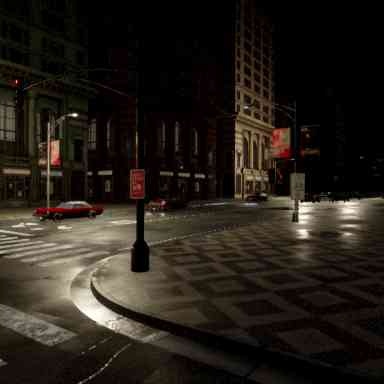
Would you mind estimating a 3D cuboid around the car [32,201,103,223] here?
[{"bbox_3d":[-8.699,1.364,23.586,1.895,1.301,4.718,0,1,33],"label":"car"}]

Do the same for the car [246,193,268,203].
[{"bbox_3d":[9.696,0.854,49.347,2.128,1.511,4.902,0,1,36],"label":"car"}]

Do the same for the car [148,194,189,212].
[{"bbox_3d":[-2.236,0.972,32.674,2.097,1.767,4.553,0,1,35],"label":"car"}]

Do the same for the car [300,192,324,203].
[{"bbox_3d":[17.280,0.911,48.569,1.994,1.385,4.181,0,1,35],"label":"car"}]

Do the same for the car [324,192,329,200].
[{"bbox_3d":[23.022,0.713,56.650,2.128,1.511,4.902,0,1,35],"label":"car"}]

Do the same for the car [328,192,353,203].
[{"bbox_3d":[22.477,0.833,50.280,1.812,1.442,4.674,0,1,36],"label":"car"}]

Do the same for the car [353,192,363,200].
[{"bbox_3d":[29.634,0.674,60.355,1.812,1.442,4.674,0,1,35],"label":"car"}]
